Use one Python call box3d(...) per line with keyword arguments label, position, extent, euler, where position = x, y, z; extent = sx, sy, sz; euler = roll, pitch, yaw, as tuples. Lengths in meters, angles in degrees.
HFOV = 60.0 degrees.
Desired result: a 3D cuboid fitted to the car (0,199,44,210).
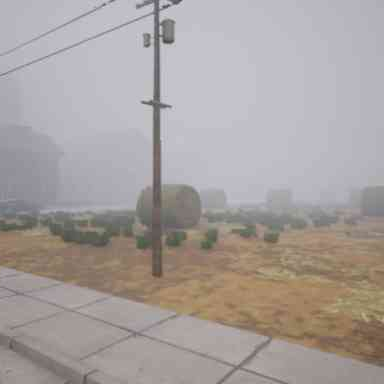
box3d(label="car", position=(-18.047, 1.500, 34.821), extent=(1.837, 1.490, 4.892), euler=(0, 0, 35))
